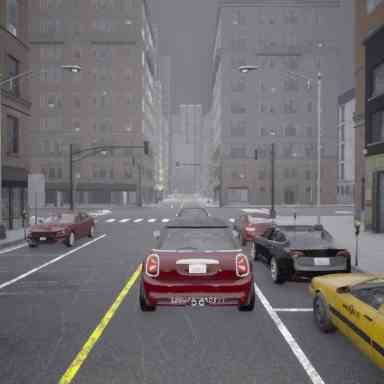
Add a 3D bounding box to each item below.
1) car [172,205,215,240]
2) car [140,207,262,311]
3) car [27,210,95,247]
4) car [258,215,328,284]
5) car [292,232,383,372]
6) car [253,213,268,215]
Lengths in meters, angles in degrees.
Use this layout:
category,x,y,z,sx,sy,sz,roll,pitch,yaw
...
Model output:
category,x,y,z,sx,sy,sz,roll,pitch,yaw
car,0.067,1.542,18.337,2.033,1.411,5.357,0,0,0
car,0.088,1.350,7.894,2.097,1.767,4.553,0,0,0
car,-5.704,1.540,14.951,1.887,1.381,4.507,-1,0,0
car,2.851,1.563,9.382,1.947,1.339,4.313,-1,0,0
car,2.859,1.524,3.966,1.752,1.417,4.829,-1,0,0
car,2.842,1.577,14.968,1.802,1.307,4.206,-1,0,0
